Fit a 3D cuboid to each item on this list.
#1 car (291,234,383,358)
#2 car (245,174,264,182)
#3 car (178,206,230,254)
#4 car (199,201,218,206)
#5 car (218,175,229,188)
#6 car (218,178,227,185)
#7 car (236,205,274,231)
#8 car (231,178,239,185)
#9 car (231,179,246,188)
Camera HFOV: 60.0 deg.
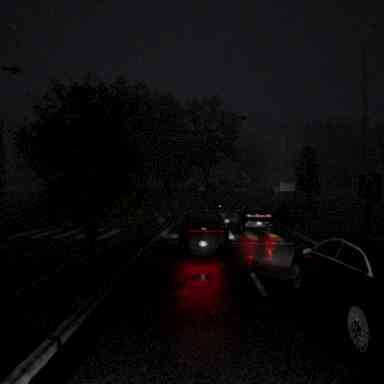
[{"bbox_3d":[3.232,1.505,5.988,2.128,1.511,4.902,0,0,1],"label":"car"},{"bbox_3d":[17.210,-3.575,93.763,4.892,1.521,2.231,1,5,12],"label":"car"},{"bbox_3d":[0.499,1.527,13.712,1.837,1.490,4.892,0,0,3],"label":"car"},{"bbox_3d":[1.353,1.476,27.507,2.033,1.411,5.357,0,2,6],"label":"car"},{"bbox_3d":[7.156,-2.098,74.594,2.150,2.045,5.566,0,5,3],"label":"car"},{"bbox_3d":[7.826,-2.765,85.156,1.837,1.490,4.892,1,5,9],"label":"car"},{"bbox_3d":[3.879,1.539,20.941,2.128,1.511,4.902,0,0,3],"label":"car"},{"bbox_3d":[10.576,-2.607,82.909,1.882,1.535,5.008,0,5,6],"label":"car"},{"bbox_3d":[10.158,-1.637,72.712,1.812,1.442,4.674,0,5,0],"label":"car"}]
